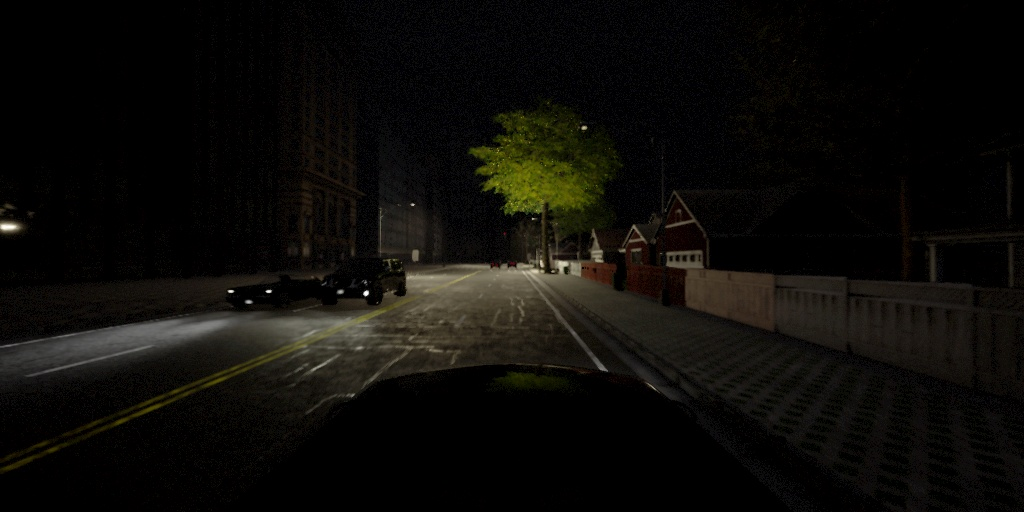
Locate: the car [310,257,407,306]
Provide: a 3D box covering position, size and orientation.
[{"bbox_3d":[-6.547,1.052,16.503,2.150,2.045,5.566,0,-1,1],"label":"car"}]

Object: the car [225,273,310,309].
[{"bbox_3d":[-9.804,1.423,15.576,1.895,1.301,4.718,0,0,0],"label":"car"}]
